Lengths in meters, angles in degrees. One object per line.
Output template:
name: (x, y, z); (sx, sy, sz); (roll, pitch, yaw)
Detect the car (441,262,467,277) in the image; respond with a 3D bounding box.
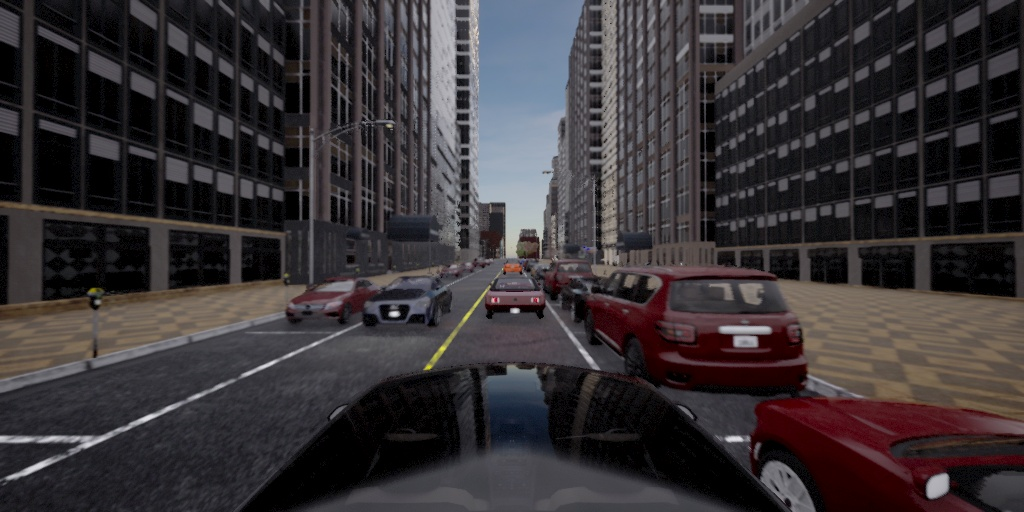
car: (-5.694, 1.405, 34.216); (1.802, 1.307, 4.207); (0, 0, 0)

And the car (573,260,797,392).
car: (2.690, 1.076, 6.522); (2.192, 1.841, 5.009); (0, 0, 0)

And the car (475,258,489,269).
car: (-5.698, 1.198, 61.913); (2.192, 1.841, 5.009); (0, 0, 0)

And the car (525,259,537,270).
car: (2.685, 1.413, 45.296); (1.948, 1.339, 4.313); (0, 0, 0)

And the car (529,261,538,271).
car: (2.687, 1.361, 28.679); (2.007, 1.370, 4.403); (0, 0, 0)

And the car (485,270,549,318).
car: (0.099, 1.377, 13.098); (1.895, 1.301, 4.718); (0, 0, 0)

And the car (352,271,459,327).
car: (-3.101, 1.336, 11.432); (1.994, 1.385, 4.181); (0, 0, 0)

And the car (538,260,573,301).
car: (2.689, 1.101, 17.600); (2.192, 1.841, 5.009); (0, 0, 0)

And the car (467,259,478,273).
car: (-5.695, 1.430, 45.295); (1.802, 1.307, 4.207); (0, 0, 0)

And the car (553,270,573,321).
car: (2.689, 1.339, 12.061); (1.948, 1.339, 4.313); (0, 0, 0)

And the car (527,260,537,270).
car: (2.687, 1.348, 34.388); (1.751, 1.417, 4.829); (0, 0, 0)

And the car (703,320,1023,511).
car: (2.690, 1.293, 0.981); (1.888, 1.381, 4.507); (0, 0, 0)

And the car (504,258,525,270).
car: (0.094, 1.192, 41.865); (2.097, 1.767, 4.553); (0, 0, 0)

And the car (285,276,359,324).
car: (-5.691, 1.356, 12.059); (1.802, 1.307, 4.207); (0, 0, 0)
